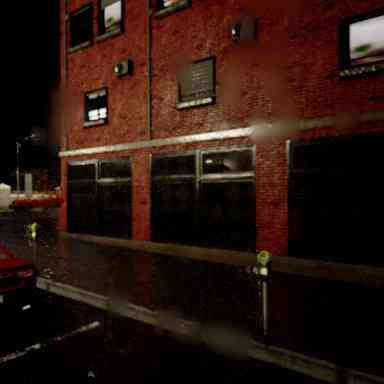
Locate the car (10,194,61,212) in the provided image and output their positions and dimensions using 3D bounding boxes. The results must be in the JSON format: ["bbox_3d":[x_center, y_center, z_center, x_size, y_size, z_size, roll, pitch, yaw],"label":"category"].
[{"bbox_3d":[-16.216,1.080,34.880,2.192,1.841,5.009,-1,-1,36],"label":"car"}]

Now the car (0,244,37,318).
[{"bbox_3d":[-4.739,1.456,6.268,4.507,1.381,1.887,1,-1,35],"label":"car"}]
